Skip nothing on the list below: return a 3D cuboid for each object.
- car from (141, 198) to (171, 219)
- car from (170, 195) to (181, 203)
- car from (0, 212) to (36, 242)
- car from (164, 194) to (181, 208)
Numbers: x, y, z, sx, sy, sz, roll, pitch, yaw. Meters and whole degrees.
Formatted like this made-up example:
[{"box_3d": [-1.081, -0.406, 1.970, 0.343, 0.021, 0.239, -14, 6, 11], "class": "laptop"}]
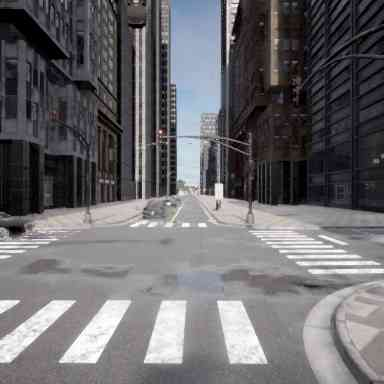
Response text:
[{"box_3d": [-3.162, 1.514, 28.834, 1.837, 1.490, 4.892, 0, 0, 0], "class": "car"}, {"box_3d": [-3.138, 1.391, 64.928, 1.994, 1.385, 4.181, 0, 0, 0], "class": "car"}, {"box_3d": [-10.173, 1.631, 15.831, 4.718, 1.301, 1.895, 0, 0, -10], "class": "car"}, {"box_3d": [-3.198, 1.511, 48.391, 2.128, 1.511, 4.902, 0, 0, 0], "class": "car"}]
